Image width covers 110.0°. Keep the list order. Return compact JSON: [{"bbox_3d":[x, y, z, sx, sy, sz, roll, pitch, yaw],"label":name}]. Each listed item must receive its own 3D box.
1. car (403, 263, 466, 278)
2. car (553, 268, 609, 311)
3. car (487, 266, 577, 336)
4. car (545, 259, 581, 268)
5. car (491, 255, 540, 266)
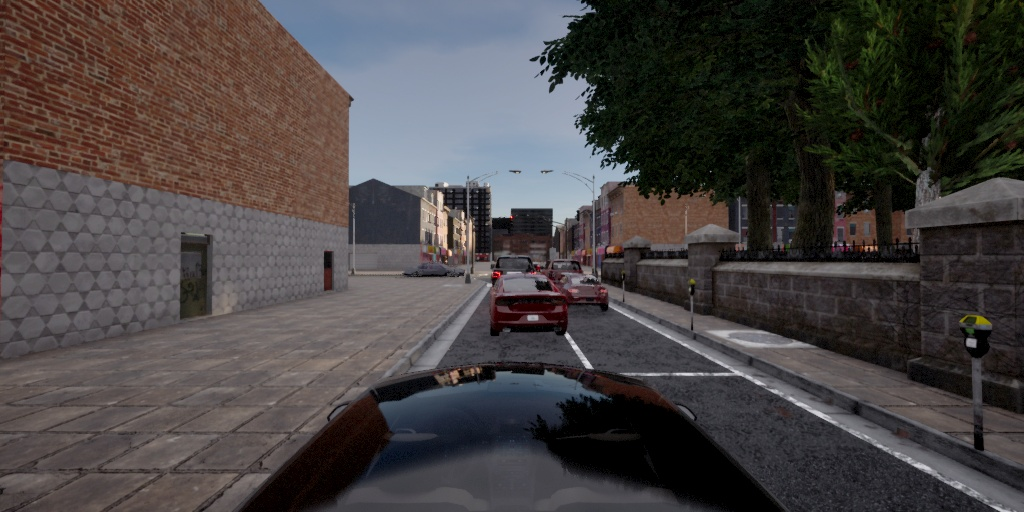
[{"bbox_3d":[-6.694,1.296,31.364,5.357,1.411,2.033,0,-1,0],"label":"car"},{"bbox_3d":[2.658,1.336,14.309,1.802,1.307,4.207,0,0,0],"label":"car"},{"bbox_3d":[0.291,1.230,10.477,1.882,1.535,5.008,0,0,-4],"label":"car"},{"bbox_3d":[2.666,1.074,19.758,2.192,1.841,5.009,0,0,0],"label":"car"},{"bbox_3d":[0.109,0.979,18.067,2.150,2.045,5.566,0,0,0],"label":"car"}]
